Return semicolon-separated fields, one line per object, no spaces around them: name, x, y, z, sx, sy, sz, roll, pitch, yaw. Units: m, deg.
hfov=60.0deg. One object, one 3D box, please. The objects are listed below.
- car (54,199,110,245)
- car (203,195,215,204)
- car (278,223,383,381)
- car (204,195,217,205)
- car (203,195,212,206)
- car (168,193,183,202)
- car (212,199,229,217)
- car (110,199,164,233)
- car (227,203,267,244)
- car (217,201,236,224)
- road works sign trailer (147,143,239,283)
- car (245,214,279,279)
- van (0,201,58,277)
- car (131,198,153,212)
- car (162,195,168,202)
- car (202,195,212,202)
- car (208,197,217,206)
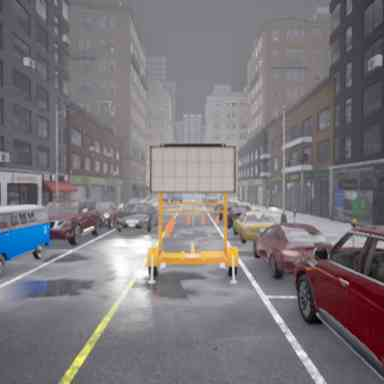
car;-5.648;1.258;15.270;2.192;1.841;5.009;-1;0;0
car;2.993;1.326;59.939;1.947;1.339;4.313;-1;0;0
car;2.860;1.300;4.080;2.192;1.841;5.009;-1;0;0
car;2.980;1.310;54.523;1.752;1.417;4.829;-1;0;0
car;2.967;1.360;48.767;2.008;1.369;4.403;-1;0;0
car;-2.868;1.072;63.376;2.150;2.045;5.566;0;0;0
car;2.915;1.466;26.424;1.947;1.339;4.313;-1;0;0
car;-3.061;1.419;19.388;2.128;1.511;4.902;0;0;0
car;2.889;1.468;15.423;1.752;1.417;4.829;-1;0;0
car;2.902;1.488;20.839;1.947;1.339;4.313;-1;0;0
road works sign trailer;0.026;0.429;9.502;2.380;3.560;2.880;0;0;0
car;2.876;1.546;9.667;1.802;1.307;4.206;-1;0;0
van;-5.659;1.305;9.684;1.690;1.788;3.998;-1;0;0
car;-5.598;1.438;37.614;1.802;1.307;4.206;-1;0;0
car;-5.540;1.279;65.542;1.887;1.381;4.507;-1;0;0
car;3.006;1.317;65.525;1.802;1.307;4.206;-1;0;0
car;2.928;1.429;32.010;2.008;1.369;4.403;-1;0;0
